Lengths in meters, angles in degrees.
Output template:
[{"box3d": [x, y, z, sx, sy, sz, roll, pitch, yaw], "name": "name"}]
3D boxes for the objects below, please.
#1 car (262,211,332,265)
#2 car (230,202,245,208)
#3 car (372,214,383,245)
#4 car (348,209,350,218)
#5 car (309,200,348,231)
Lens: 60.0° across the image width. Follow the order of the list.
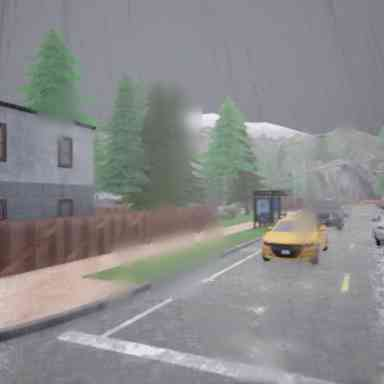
[{"box3d": [4.187, 1.733, 13.119, 1.882, 1.535, 5.008, -2, -2, 27], "name": "car"}, {"box3d": [9.943, 2.727, 71.753, 1.932, 1.855, 4.605, -2, -2, 26], "name": "car"}, {"box3d": [10.059, 1.766, 16.494, 1.812, 1.442, 4.674, -2, -2, 27], "name": "car"}, {"box3d": [17.170, 2.319, 38.447, 1.895, 1.301, 4.718, -2, -2, 27], "name": "car"}, {"box3d": [10.015, 1.655, 24.592, 2.150, 2.045, 5.566, -2, -1, 27], "name": "car"}]
